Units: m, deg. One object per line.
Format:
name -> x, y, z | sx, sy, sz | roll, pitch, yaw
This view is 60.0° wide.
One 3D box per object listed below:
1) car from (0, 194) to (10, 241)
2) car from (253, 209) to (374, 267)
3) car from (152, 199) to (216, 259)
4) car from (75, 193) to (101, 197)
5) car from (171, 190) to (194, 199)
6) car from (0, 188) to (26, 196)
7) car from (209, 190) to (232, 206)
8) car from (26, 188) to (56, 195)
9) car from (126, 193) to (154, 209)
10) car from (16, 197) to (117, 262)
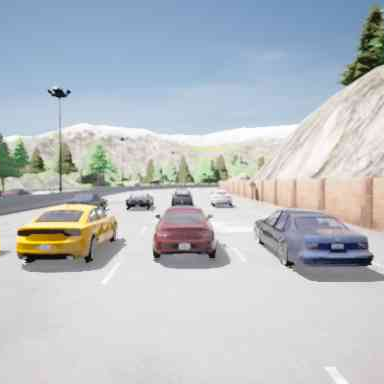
car -> -7.203, 1.090, 8.886 | 2.097, 1.767, 4.553 | 0, 2, -1
car -> 3.269, 1.215, 10.129 | 2.033, 1.411, 5.357 | 0, 2, -1
car -> -0.257, 1.178, 10.959 | 1.812, 1.442, 4.674 | 0, 2, -2
car -> -7.717, 0.790, 24.784 | 2.033, 1.411, 5.357 | 0, 2, -1
car -> -0.858, 0.553, 29.878 | 2.128, 1.511, 4.902 | 0, 2, -2
car -> -22.449, 0.262, 42.360 | 1.812, 1.442, 4.674 | 0, 2, -2
car -> 2.611, 0.541, 31.005 | 1.812, 1.442, 4.674 | 0, 2, -2
car -> -18.954, 0.245, 42.560 | 1.812, 1.442, 4.674 | 0, 2, -2
car -> -4.306, 0.728, 28.120 | 1.895, 1.301, 4.718 | 0, 2, -2
car -> -3.753, 1.145, 10.818 | 1.882, 1.535, 5.008 | 0, 2, -2
